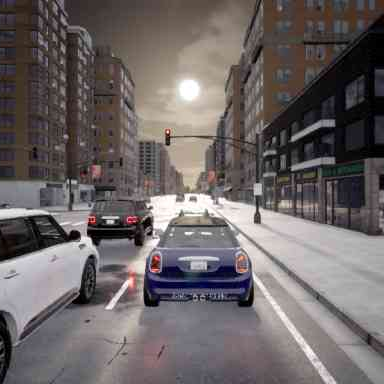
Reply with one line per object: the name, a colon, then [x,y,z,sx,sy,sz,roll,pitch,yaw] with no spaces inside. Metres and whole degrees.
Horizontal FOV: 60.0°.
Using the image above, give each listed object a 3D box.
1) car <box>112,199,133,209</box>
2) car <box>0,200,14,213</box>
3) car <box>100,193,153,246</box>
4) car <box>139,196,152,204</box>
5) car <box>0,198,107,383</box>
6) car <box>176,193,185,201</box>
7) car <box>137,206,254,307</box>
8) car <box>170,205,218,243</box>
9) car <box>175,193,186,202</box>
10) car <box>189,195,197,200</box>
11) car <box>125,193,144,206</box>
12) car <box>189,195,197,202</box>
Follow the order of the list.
car: [-9.682,1.619,46.654,1.895,1.301,4.718,0,0,0]
car: [-22.018,1.597,36.065,4.313,1.339,1.947,0,0,0]
car: [-3.096,1.225,15.341,2.150,2.045,5.566,0,0,0]
car: [-9.502,1.600,68.242,1.994,1.385,4.181,0,0,0]
car: [-3.138,1.222,4.988,2.150,2.045,5.566,0,0,1]
car: [-2.925,1.169,88.267,2.150,2.045,5.566,0,0,0]
car: [0.127,1.353,8.145,2.097,1.767,4.553,0,0,0]
car: [0.118,1.495,17.213,2.128,1.511,4.902,0,0,1]
car: [-2.963,1.584,77.815,2.033,1.411,5.357,0,0,0]
car: [0.325,1.497,88.225,1.994,1.385,4.181,0,0,0]
car: [-9.627,1.248,56.379,2.150,2.045,5.566,0,0,1]
car: [0.289,1.569,78.217,1.812,1.442,4.674,0,0,0]
